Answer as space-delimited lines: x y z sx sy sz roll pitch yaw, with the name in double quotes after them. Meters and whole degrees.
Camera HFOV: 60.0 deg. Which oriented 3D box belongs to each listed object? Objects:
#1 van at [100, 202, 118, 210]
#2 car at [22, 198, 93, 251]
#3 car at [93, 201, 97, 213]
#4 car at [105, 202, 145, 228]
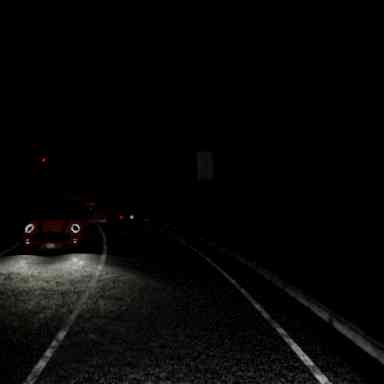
-22.509 3.881 90.347 4.442 1.987 1.878 -4 -7 27 "van"
-5.518 1.311 13.966 2.097 1.767 4.553 1 0 -14 "car"
-11.576 1.406 35.359 2.128 1.511 4.902 4 -1 -35 "car"
-4.602 1.566 22.442 2.033 1.411 5.357 2 -1 -23 "car"
